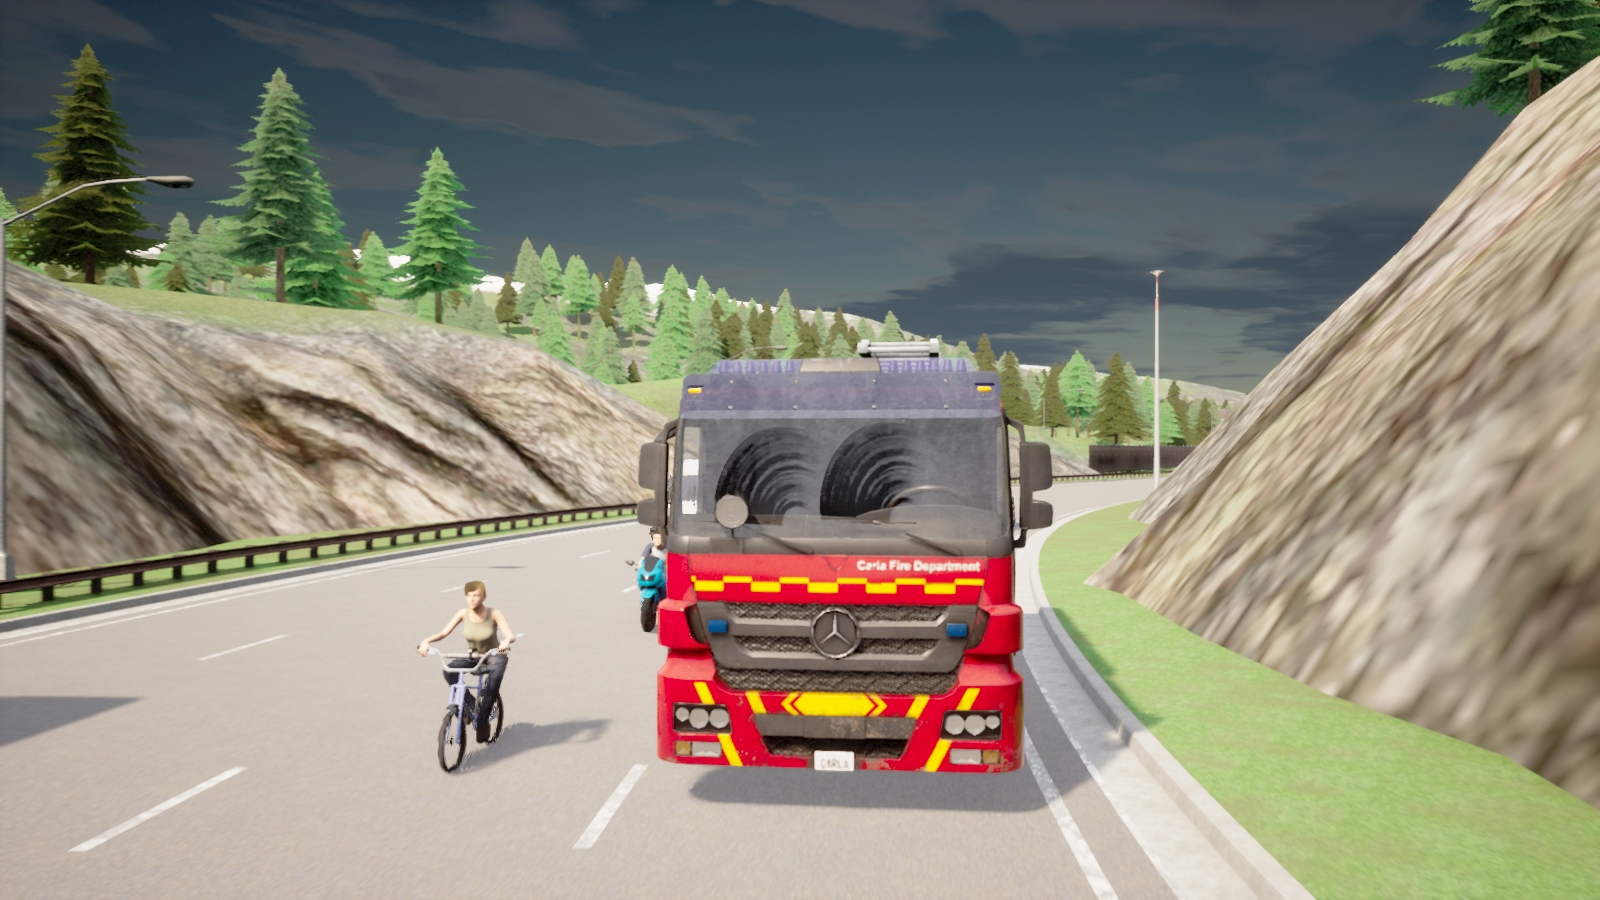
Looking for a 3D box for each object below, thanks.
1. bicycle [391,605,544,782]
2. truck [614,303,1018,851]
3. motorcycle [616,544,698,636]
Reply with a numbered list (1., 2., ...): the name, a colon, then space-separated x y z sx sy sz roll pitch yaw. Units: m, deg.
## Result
1. bicycle: -2.980 2.154 10.402 0.859 1.277 1.487 0 0 5
2. truck: 0.538 0.887 12.350 2.891 3.827 8.468 0 0 6
3. motorcycle: -2.238 2.180 18.152 0.803 1.199 2.033 0 0 8
